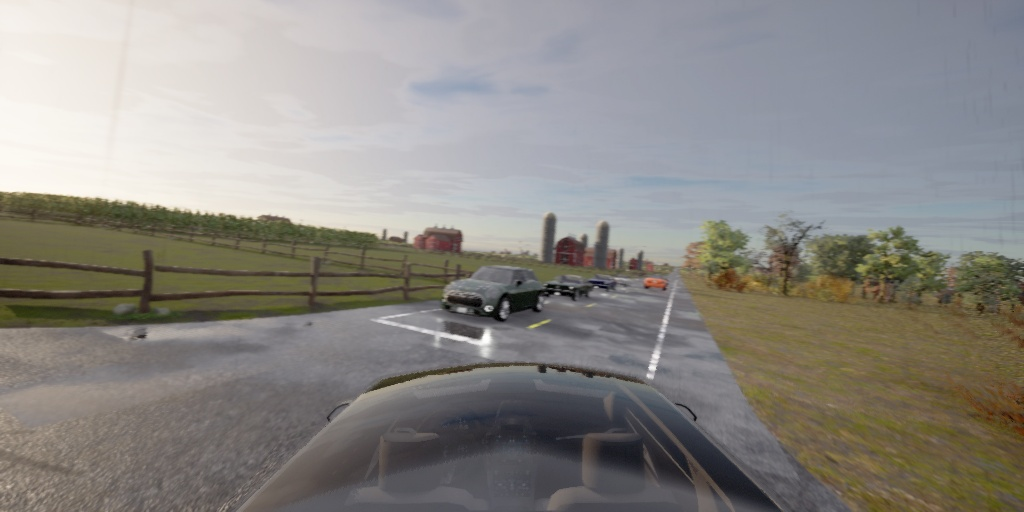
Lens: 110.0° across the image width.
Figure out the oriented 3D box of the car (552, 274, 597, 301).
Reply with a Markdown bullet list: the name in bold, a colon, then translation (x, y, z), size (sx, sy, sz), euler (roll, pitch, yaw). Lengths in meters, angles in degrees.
- **car**: translation (3.328, 1.776, 20.941), size (1.895, 1.301, 4.718), euler (5, 0, 25)

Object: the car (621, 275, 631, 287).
- **car**: translation (11.810, 2.662, 39.211), size (1.895, 1.301, 4.718), euler (5, 0, 25)

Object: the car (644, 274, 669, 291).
- **car**: translation (15.948, 2.796, 39.660), size (2.097, 1.767, 4.553), euler (5, 0, 25)

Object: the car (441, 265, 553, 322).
- **car**: translation (-0.476, 1.129, 12.750), size (2.097, 1.767, 4.553), euler (5, 0, 26)

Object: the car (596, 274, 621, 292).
- **car**: translation (7.530, 2.215, 30.026), size (1.895, 1.301, 4.718), euler (5, 0, 25)
